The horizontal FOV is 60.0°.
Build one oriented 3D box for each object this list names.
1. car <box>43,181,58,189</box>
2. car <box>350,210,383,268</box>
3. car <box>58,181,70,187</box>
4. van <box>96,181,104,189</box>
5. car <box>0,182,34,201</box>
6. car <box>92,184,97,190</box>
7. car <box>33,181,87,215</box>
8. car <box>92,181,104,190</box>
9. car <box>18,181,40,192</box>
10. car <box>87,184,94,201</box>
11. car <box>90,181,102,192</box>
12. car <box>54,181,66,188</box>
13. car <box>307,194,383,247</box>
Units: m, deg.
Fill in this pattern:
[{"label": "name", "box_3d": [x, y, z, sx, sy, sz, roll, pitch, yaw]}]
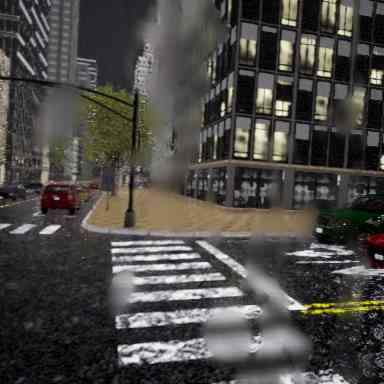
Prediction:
[{"label": "car", "box_3d": [-26.862, -1.390, 63.419, 1.752, 1.417, 4.829, 3, 1, -13]}, {"label": "car", "box_3d": [7.156, 1.459, 9.009, 5.008, 1.535, 1.882, 2, 2, -14]}, {"label": "car", "box_3d": [-30.781, -1.960, 80.038, 2.008, 1.369, 4.403, 3, 1, -13]}, {"label": "van", "box_3d": [-22.634, -1.735, 81.993, 1.690, 1.788, 3.998, 3, 1, -13]}, {"label": "car", "box_3d": [-16.333, -0.028, 30.104, 2.033, 1.411, 5.357, 3, 1, -13]}, {"label": "car", "box_3d": [-12.298, 0.071, 38.107, 1.802, 1.307, 4.206, 3, 1, -13]}, {"label": "car", "box_3d": [-8.403, 0.385, 21.640, 2.192, 1.841, 5.009, 3, 1, -13]}, {"label": "car", "box_3d": [-20.046, -1.368, 71.020, 2.192, 1.841, 5.009, 3, 1, -13]}, {"label": "car", "box_3d": [-23.024, -0.769, 47.132, 1.947, 1.339, 4.313, 3, 1, -13]}, {"label": "car", "box_3d": [-11.040, 0.203, 32.784, 1.752, 1.417, 4.829, 3, 1, -13]}, {"label": "car", "box_3d": [-17.459, -0.975, 60.047, 2.192, 1.841, 5.009, 3, 1, -13]}, {"label": "car", "box_3d": [-29.489, -1.733, 74.555, 1.802, 1.307, 4.206, 3, 1, -13]}, {"label": "car", "box_3d": [7.155, 1.090, 12.351, 5.566, 2.045, 2.150, 2, 2, -15]}]
